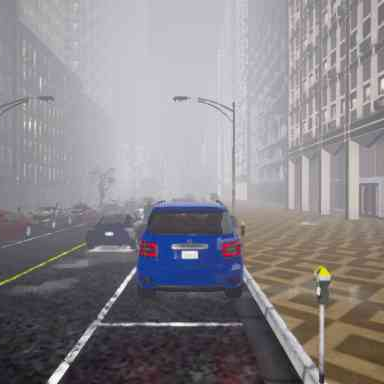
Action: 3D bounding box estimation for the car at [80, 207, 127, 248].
[{"bbox_3d":[-3.142,1.562,14.663,1.994,1.385,4.181,0,0,0],"label":"car"}]

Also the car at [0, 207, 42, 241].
[{"bbox_3d":[-8.843,1.542,14.989,1.887,1.381,4.507,-1,0,0],"label":"car"}]

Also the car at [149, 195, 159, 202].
[{"bbox_3d":[-8.843,1.508,77.339,1.752,1.417,4.829,-1,0,0],"label":"car"}]

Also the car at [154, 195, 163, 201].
[{"bbox_3d":[-8.844,1.545,88.876,1.947,1.339,4.313,-1,0,0],"label":"car"}]

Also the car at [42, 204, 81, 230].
[{"bbox_3d":[-8.844,1.547,20.672,2.008,1.369,4.403,-1,0,0],"label":"car"}]

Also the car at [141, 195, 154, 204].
[{"bbox_3d":[-8.845,1.426,66.141,1.967,1.590,4.097,-1,0,0],"label":"car"}]

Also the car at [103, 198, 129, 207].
[{"bbox_3d":[-8.844,1.544,37.723,2.008,1.369,4.403,-1,0,0],"label":"car"}]

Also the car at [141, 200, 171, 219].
[{"bbox_3d":[-3.141,1.487,29.682,2.128,1.511,4.902,0,0,0],"label":"car"}]

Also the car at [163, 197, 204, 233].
[{"bbox_3d":[-0.465,1.311,20.672,2.192,1.841,5.009,-1,0,0],"label":"car"}]

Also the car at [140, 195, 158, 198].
[{"bbox_3d":[-6.153,1.517,46.724,1.812,1.442,4.674,0,0,0],"label":"car"}]

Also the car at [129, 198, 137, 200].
[{"bbox_3d":[-8.843,1.541,49.090,2.008,1.369,4.403,-1,0,0],"label":"car"}]

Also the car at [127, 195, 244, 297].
[{"bbox_3d":[-0.039,1.226,8.681,2.150,2.045,5.566,0,0,0],"label":"car"}]

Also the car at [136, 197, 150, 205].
[{"bbox_3d":[-8.843,1.569,60.458,1.802,1.307,4.206,-1,0,0],"label":"car"}]

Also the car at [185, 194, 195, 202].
[{"bbox_3d":[-0.465,1.298,77.509,2.192,1.841,5.009,-1,0,0],"label":"car"}]

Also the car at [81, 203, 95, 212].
[{"bbox_3d":[-8.843,1.577,26.356,1.802,1.307,4.206,-1,0,0],"label":"car"}]

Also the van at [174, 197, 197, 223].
[{"bbox_3d":[-0.465,1.336,26.356,1.690,1.788,3.998,-1,0,0],"label":"van"}]
